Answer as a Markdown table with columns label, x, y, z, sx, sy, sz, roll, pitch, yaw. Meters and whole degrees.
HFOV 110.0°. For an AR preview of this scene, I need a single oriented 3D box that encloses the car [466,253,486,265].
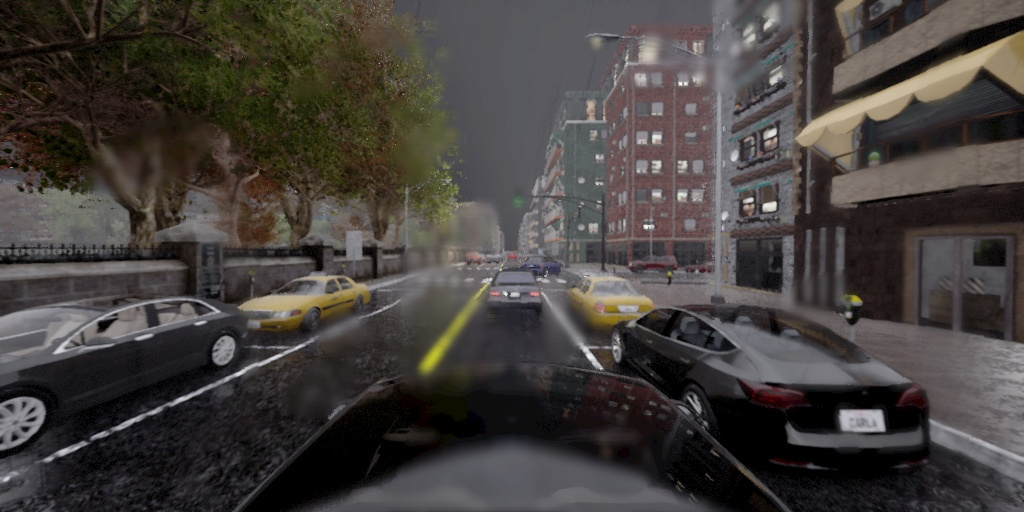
| label | x | y | z | sx | sy | sz | roll | pitch | yaw |
| --- | --- | --- | --- | --- | --- | --- | --- | --- | --- |
| car | -5.654 | 0.405 | 54.039 | 2.192 | 1.841 | 5.009 | 0 | 0 | 0 |

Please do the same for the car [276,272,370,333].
| label | x | y | z | sx | sy | sz | roll | pitch | yaw |
| --- | --- | --- | --- | --- | --- | --- | --- | --- | --- |
| car | -5.683 | 1.162 | 10.306 | 1.751 | 1.417 | 4.829 | 0 | 0 | 0 |

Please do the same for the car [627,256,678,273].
| label | x | y | z | sx | sy | sz | roll | pitch | yaw |
| --- | --- | --- | --- | --- | --- | --- | --- | --- | --- |
| car | 14.623 | 0.883 | 37.445 | 5.009 | 1.841 | 2.192 | 0 | 0 | 0 |

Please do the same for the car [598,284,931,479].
| label | x | y | z | sx | sy | sz | roll | pitch | yaw |
| --- | --- | --- | --- | --- | --- | --- | --- | --- | --- |
| car | 2.694 | 1.275 | 4.841 | 1.948 | 1.339 | 4.313 | 0 | 0 | 0 |

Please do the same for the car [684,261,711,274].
| label | x | y | z | sx | sy | sz | roll | pitch | yaw |
| --- | --- | --- | --- | --- | --- | --- | --- | --- | --- |
| car | 20.318 | 1.215 | 37.460 | 4.507 | 1.381 | 1.888 | 0 | 0 | 0 |

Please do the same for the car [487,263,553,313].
| label | x | y | z | sx | sy | sz | roll | pitch | yaw |
| --- | --- | --- | --- | --- | --- | --- | --- | --- | --- |
| car | 0.108 | 1.151 | 13.047 | 2.033 | 1.411 | 5.357 | 0 | 1 | 0 |

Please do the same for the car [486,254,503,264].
| label | x | y | z | sx | sy | sz | roll | pitch | yaw |
| --- | --- | --- | --- | --- | --- | --- | --- | --- | --- |
| car | -3.013 | 0.585 | 58.406 | 2.033 | 1.411 | 5.357 | 0 | 1 | 1 |

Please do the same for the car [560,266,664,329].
| label | x | y | z | sx | sy | sz | roll | pitch | yaw |
| --- | --- | --- | --- | --- | --- | --- | --- | --- | --- |
| car | 2.698 | 1.162 | 10.642 | 1.751 | 1.417 | 4.829 | 0 | 0 | 0 |

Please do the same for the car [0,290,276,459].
| label | x | y | z | sx | sy | sz | roll | pitch | yaw |
| --- | --- | --- | --- | --- | --- | --- | --- | --- | --- |
| car | -5.686 | 1.260 | 4.846 | 2.007 | 1.370 | 4.403 | 0 | 0 | 0 |

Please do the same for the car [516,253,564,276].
| label | x | y | z | sx | sy | sz | roll | pitch | yaw |
| --- | --- | --- | --- | --- | --- | --- | --- | --- | --- |
| car | 2.531 | 0.761 | 28.305 | 2.097 | 1.767 | 4.553 | 1 | 1 | 30 |
